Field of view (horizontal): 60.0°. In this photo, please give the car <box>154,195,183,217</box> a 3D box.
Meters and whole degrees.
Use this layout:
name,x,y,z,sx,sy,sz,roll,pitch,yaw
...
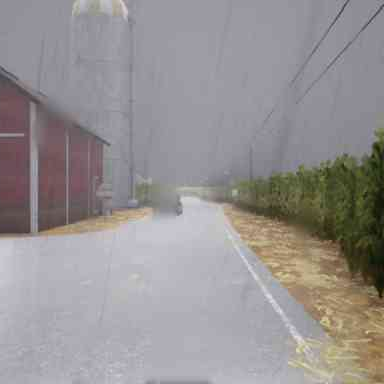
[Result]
name,x,y,z,sx,sy,sz,roll,pitch,yaw
car,-2.135,1.321,31.322,2.150,2.045,5.566,0,2,4
